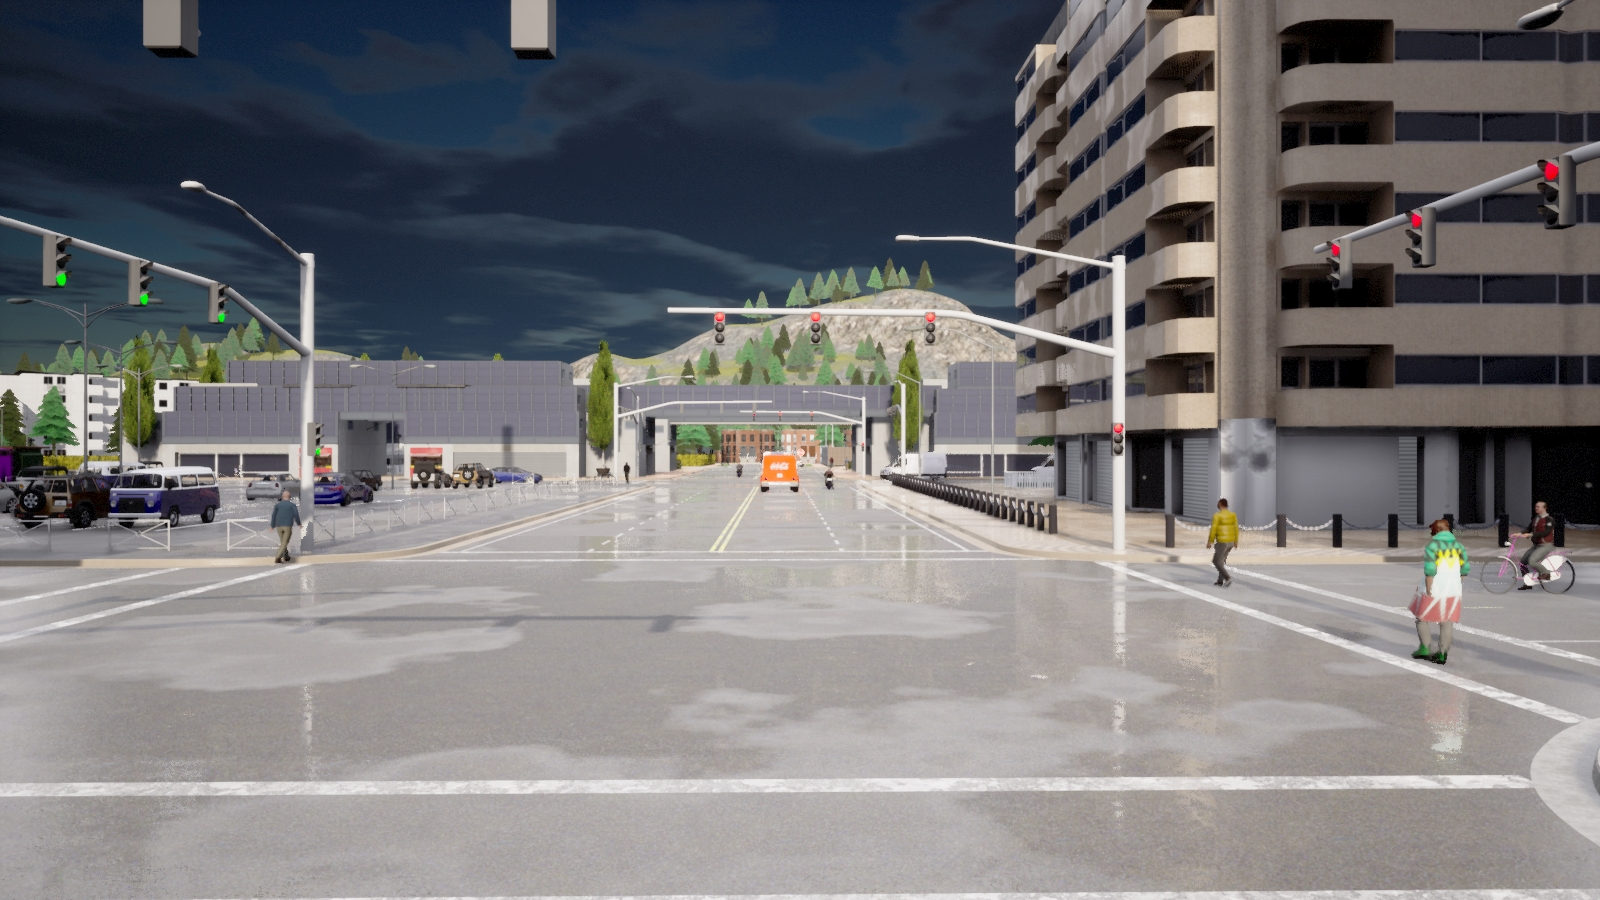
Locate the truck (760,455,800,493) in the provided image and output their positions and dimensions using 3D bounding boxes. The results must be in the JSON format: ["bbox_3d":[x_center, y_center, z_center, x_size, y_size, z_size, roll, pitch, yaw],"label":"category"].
[{"bbox_3d":[-1.366,1.564,77.071,2.627,2.467,5.204,0,0,-1],"label":"truck"}]

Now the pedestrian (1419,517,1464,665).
[{"bbox_3d":[8.259,1.804,14.719,0.375,1.860,0.375,0,0,-1],"label":"pedestrian"}]

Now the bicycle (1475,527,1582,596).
[{"bbox_3d":[13.795,2.105,21.653,1.835,1.271,0.329,0,0,-2],"label":"bicycle"}]

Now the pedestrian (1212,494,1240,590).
[{"bbox_3d":[8.415,1.804,22.555,0.375,1.860,0.375,0,0,-16],"label":"pedestrian"}]

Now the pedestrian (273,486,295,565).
[{"bbox_3d":[-12.373,1.796,27.393,0.375,1.860,0.375,0,0,-3],"label":"pedestrian"}]
